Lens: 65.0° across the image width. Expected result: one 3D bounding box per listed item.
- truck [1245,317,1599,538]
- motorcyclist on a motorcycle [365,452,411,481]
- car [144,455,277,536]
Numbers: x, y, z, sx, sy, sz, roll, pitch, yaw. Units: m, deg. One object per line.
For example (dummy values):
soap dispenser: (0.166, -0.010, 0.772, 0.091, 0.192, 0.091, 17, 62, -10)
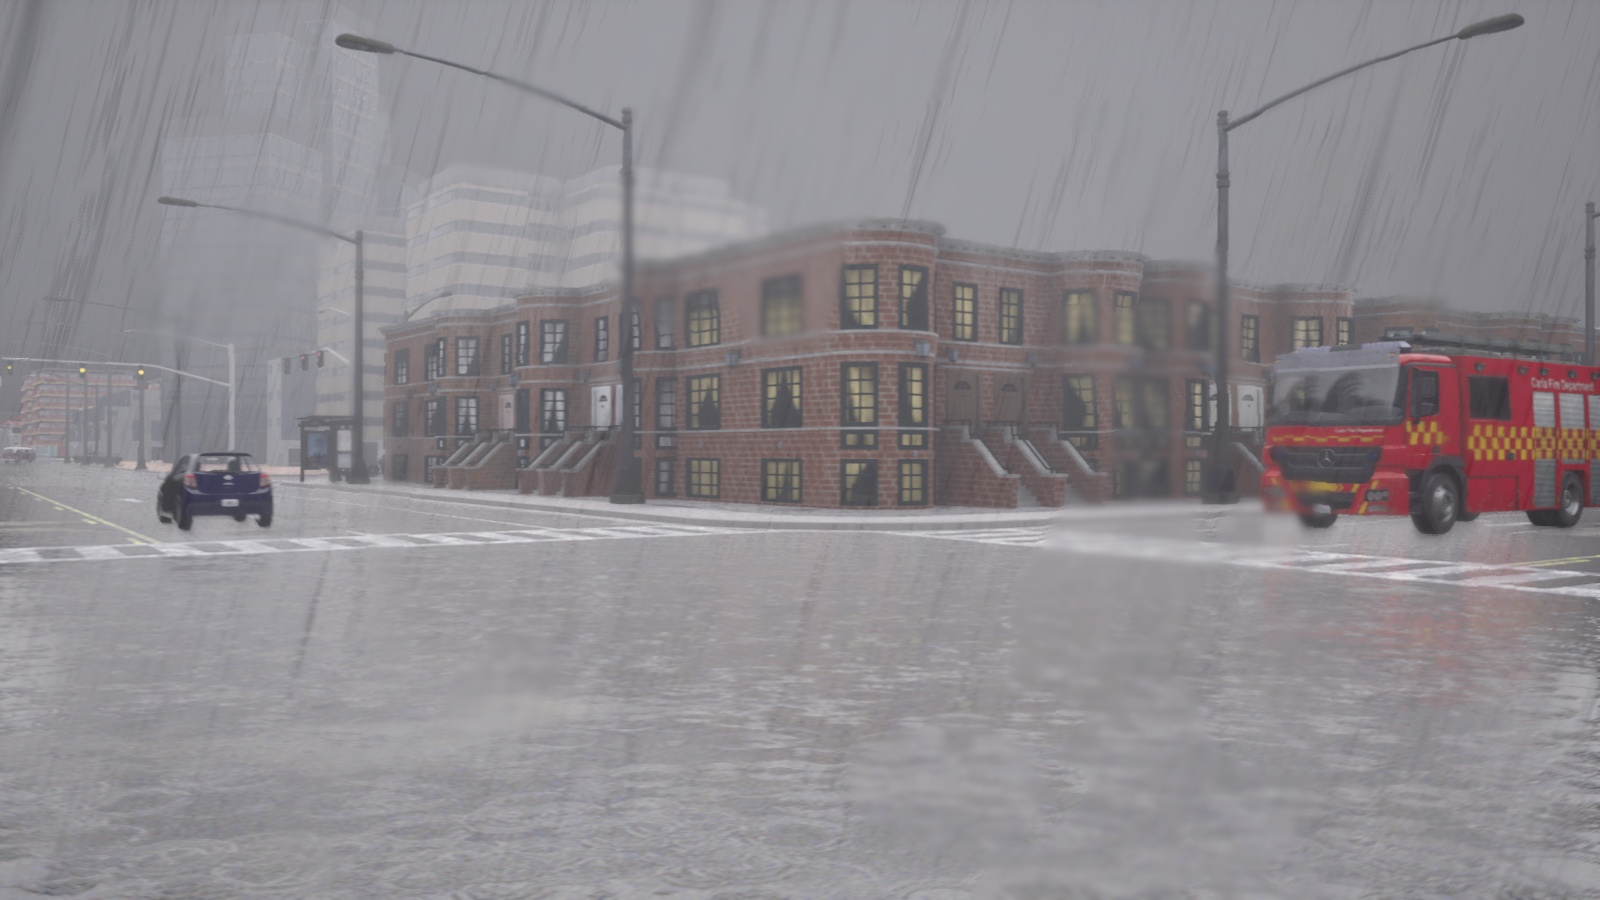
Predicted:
truck: (12.869, -0.385, 25.409, 8.468, 3.827, 2.891, 0, 0, -35)
motorcyclist on a motorcycle: (-23.680, 0.922, 72.190, 2.350, 1.649, 0.766, 0, 0, -35)
car: (-11.855, 0.845, 25.146, 1.845, 1.501, 3.633, 0, 0, -34)
